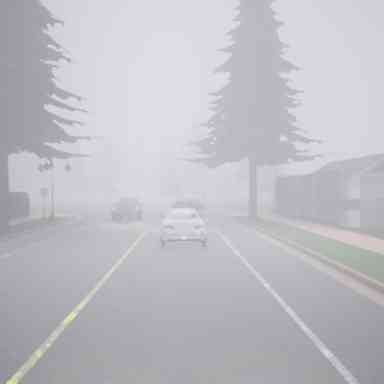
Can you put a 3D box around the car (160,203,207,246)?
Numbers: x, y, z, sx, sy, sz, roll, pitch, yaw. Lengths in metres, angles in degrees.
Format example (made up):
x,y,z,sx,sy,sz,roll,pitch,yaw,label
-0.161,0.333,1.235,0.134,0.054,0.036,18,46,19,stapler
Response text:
x,y,z,sx,sy,sz,roll,pitch,yaw,label
-0.414,1.414,14.517,1.812,1.442,4.674,0,1,-3,car

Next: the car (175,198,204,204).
x,y,z,sx,sy,sz,roll,pitch,yaw,label
-0.163,1.284,30.198,2.128,1.511,4.902,0,0,20,car

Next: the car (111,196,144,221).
x,y,z,sx,sy,sz,roll,pitch,yaw,label
-4.744,1.163,24.990,2.097,1.767,4.553,0,1,-5,car
